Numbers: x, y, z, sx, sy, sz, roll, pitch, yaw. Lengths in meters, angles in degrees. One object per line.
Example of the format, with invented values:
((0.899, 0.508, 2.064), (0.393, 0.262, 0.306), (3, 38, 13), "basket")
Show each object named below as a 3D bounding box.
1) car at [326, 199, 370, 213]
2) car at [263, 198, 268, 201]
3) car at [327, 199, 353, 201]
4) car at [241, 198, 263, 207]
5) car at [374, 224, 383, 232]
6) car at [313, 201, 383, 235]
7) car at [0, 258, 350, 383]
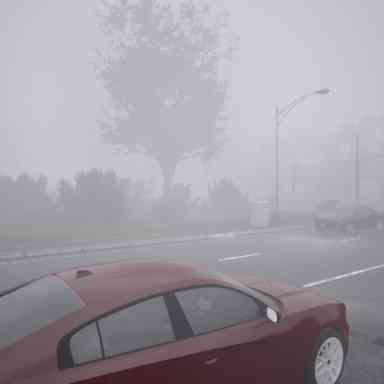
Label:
((17.947, 1.564, 38.370), (1.994, 1.385, 4.181), (0, 0, -32), "car")
((10.810, 1.553, 49.653), (1.994, 1.385, 4.181), (0, 0, -33), "car")
((15.643, 1.526, 35.463), (1.812, 1.442, 4.674), (0, 0, -32), "car")
((7.568, 1.589, 48.245), (1.895, 1.301, 4.718), (0, 0, -33), "car")
((6.890, 1.564, 8.655), (4.181, 1.385, 1.994), (0, 0, -35), "car")
((8.903, 1.477, 18.795), (5.008, 1.535, 1.882), (0, 0, -35), "car")
((-0.315, 1.478, 3.520), (5.008, 1.535, 1.882), (0, 0, -35), "car")
